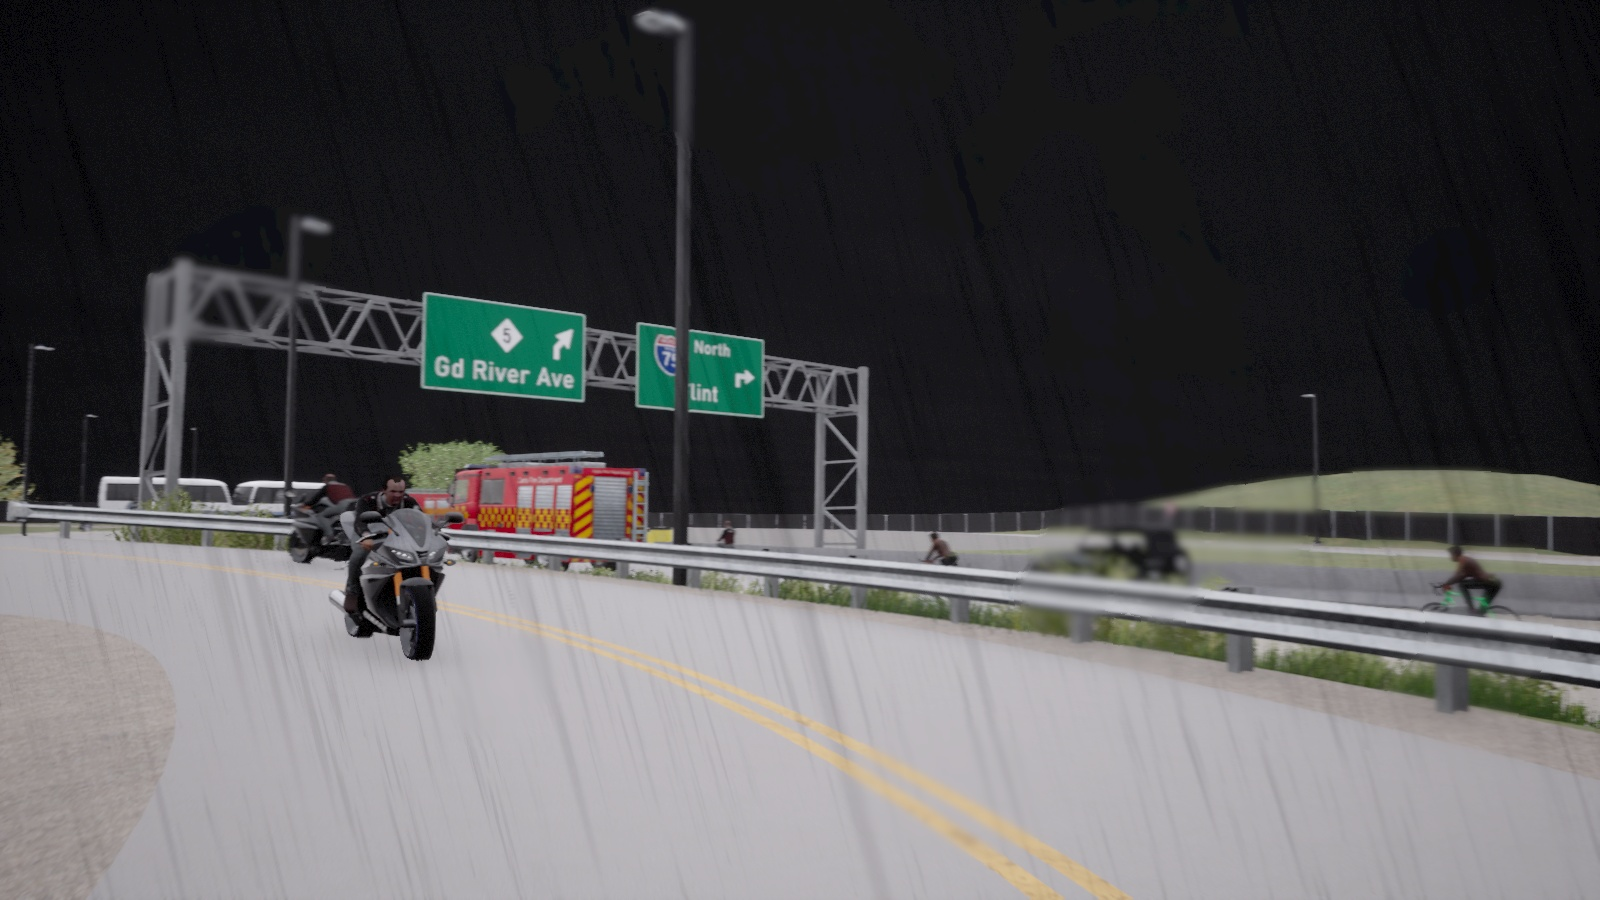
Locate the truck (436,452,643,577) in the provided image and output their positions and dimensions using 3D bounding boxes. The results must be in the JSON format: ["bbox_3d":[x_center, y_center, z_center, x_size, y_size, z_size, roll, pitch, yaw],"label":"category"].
[{"bbox_3d":[-8.960,2.170,42.360,2.891,3.827,8.468,3,-4,-42],"label":"truck"}]

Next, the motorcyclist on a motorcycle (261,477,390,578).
[{"bbox_3d":[-7.709,1.224,20.371,2.191,1.530,0.866,0,-3,37],"label":"motorcyclist on a motorcycle"}]

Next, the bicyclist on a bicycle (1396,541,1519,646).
[{"bbox_3d":[10.746,2.320,20.577,0.582,1.620,1.656,3,-5,-42],"label":"bicyclist on a bicycle"}]

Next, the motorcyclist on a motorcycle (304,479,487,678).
[{"bbox_3d":[-3.574,1.032,10.959,0.866,1.530,2.191,2,-2,-36],"label":"motorcyclist on a motorcycle"}]

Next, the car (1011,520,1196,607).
[{"bbox_3d":[7.134,2.625,29.769,1.905,1.878,3.866,3,-4,-42],"label":"car"}]
